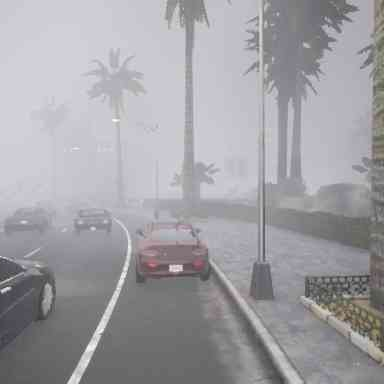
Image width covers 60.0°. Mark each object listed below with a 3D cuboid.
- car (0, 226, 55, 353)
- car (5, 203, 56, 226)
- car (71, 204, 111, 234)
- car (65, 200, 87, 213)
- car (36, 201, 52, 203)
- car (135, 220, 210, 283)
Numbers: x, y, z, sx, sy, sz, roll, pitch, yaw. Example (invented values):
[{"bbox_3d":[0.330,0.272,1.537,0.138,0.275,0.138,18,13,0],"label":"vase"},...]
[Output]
[{"bbox_3d":[-3.317,1.504,4.280,1.837,1.490,4.892,0,0,-5],"label":"car"},{"bbox_3d":[-9.374,1.557,19.354,1.994,1.385,4.181,0,0,-16],"label":"car"},{"bbox_3d":[-5.729,1.597,19.389,1.895,1.301,4.718,0,0,-16],"label":"car"},{"bbox_3d":[-12.017,1.556,35.032,1.994,1.385,4.181,0,0,-30],"label":"car"},{"bbox_3d":[-14.017,1.537,31.544,2.033,1.411,5.357,0,0,-27],"label":"car"},{"bbox_3d":[-0.649,1.525,9.663,1.812,1.442,4.674,0,0,-7],"label":"car"}]
